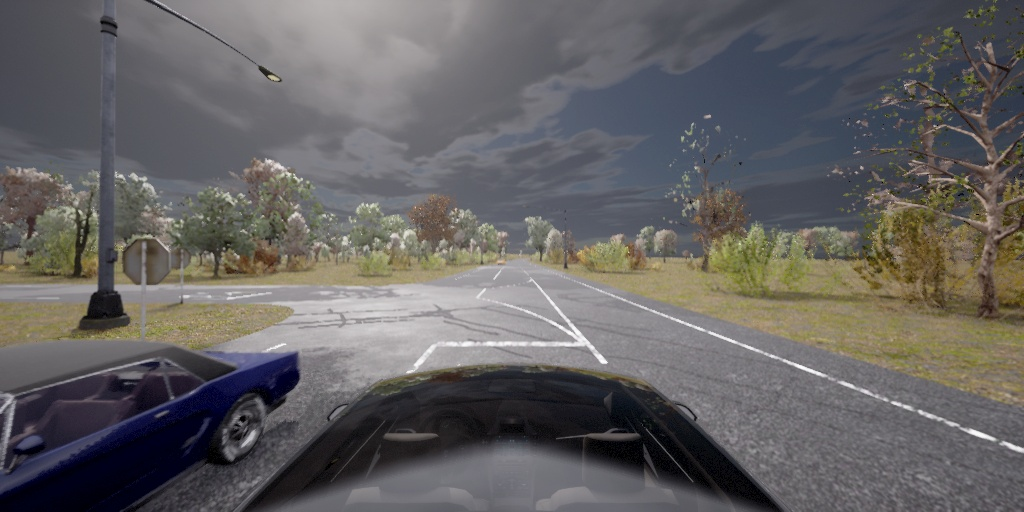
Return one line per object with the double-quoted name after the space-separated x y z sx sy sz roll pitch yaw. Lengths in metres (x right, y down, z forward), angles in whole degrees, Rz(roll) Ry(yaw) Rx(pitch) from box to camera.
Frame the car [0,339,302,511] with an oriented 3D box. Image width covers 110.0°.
-3.517 1.354 2.165 1.895 1.301 4.718 0 0 0 "car"
